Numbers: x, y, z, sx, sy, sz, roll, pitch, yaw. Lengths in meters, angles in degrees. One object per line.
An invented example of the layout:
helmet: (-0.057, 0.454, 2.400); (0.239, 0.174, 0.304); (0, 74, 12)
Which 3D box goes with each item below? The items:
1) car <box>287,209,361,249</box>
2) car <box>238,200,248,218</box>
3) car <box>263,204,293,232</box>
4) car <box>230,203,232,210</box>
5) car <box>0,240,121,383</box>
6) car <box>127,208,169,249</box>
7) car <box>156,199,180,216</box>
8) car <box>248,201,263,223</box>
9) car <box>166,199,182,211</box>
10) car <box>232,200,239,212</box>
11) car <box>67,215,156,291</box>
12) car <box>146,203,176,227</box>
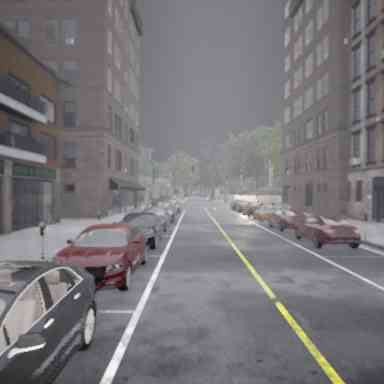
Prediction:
car: (5.775, 1.620, 14.547); (1.802, 1.307, 4.206); (0, 0, 0)
car: (5.817, 1.612, 31.101); (1.887, 1.381, 4.507); (0, 0, 0)
car: (5.789, 1.628, 20.065); (1.802, 1.307, 4.206); (0, 0, 0)
car: (5.845, 1.656, 42.138); (1.947, 1.339, 4.313); (0, 0, 0)
car: (-2.278, 1.548, 3.526); (2.008, 1.369, 4.403); (0, 0, 0)
car: (-2.250, 1.578, 14.563); (1.947, 1.339, 4.313); (0, 0, 0)
car: (-2.222, 1.471, 25.600); (1.967, 1.590, 4.097); (0, 0, 0)
car: (5.803, 1.582, 25.753); (1.752, 1.417, 4.829); (0, 0, 0)
car: (-2.180, 1.646, 42.157); (1.802, 1.307, 4.206); (0, 0, 0)
car: (5.831, 1.661, 36.619); (1.802, 1.307, 4.206); (0, 0, 0)
car: (-2.264, 1.549, 9.045); (1.887, 1.381, 4.507); (0, 0, 0)
car: (-2.236, 1.571, 20.081); (2.008, 1.369, 4.403); (0, 0, 0)
